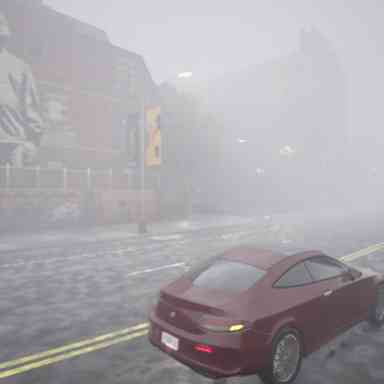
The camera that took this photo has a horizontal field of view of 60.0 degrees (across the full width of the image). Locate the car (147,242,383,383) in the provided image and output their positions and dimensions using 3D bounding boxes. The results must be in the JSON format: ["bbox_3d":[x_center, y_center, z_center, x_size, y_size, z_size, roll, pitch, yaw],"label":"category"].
[{"bbox_3d":[1.478,1.552,5.354,4.674,1.442,1.812,0,0,-41],"label":"car"}]

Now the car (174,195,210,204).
[{"bbox_3d":[-0.012,1.450,42.639,5.566,2.045,2.150,0,0,44],"label":"car"}]
